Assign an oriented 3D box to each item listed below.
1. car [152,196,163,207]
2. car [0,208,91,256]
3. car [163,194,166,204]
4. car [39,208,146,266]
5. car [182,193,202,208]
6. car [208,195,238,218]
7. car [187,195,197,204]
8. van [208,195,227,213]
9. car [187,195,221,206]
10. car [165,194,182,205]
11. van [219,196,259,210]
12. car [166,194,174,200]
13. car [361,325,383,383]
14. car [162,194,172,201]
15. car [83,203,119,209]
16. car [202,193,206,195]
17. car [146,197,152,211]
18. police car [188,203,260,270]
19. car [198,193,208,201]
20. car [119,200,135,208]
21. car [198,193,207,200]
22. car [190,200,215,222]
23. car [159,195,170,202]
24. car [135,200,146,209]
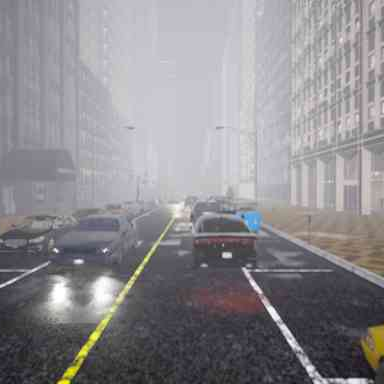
[{"bbox_3d":[-5.714,1.444,47.014,2.008,1.369,4.403,-1,0,0],"label":"car"},{"bbox_3d":[-5.703,1.521,12.912,2.008,1.369,4.403,-1,0,0],"label":"car"},{"bbox_3d":[-5.718,1.417,58.381,2.008,1.369,4.403,-1,0,0],"label":"car"},{"bbox_3d":[-3.107,1.520,11.784,2.033,1.411,5.357,0,0,0],"label":"car"},{"bbox_3d":[-0.007,1.245,47.260,2.097,1.767,4.553,0,0,0],"label":"car"},{"bbox_3d":[2.670,1.247,29.965,2.192,1.841,5.009,-1,0,0],"label":"car"},{"bbox_3d":[-0.021,1.365,61.135,1.837,1.490,4.892,0,0,0],"label":"car"},{"bbox_3d":[2.668,1.260,35.649,1.690,1.788,3.998,-1,0,0],"label":"van"},{"bbox_3d":[0.891,1.303,20.914,2.097,1.767,4.553,0,0,0],"label":"car"},{"bbox_3d":[-3.019,1.461,56.539,2.033,1.411,5.357,0,0,0],"label":"car"},{"bbox_3d":[2.674,1.299,18.598,1.690,1.788,3.998,-1,0,0],"label":"van"},{"bbox_3d":[-5.727,1.326,86.629,1.752,1.417,4.829,-1,0,0],"label":"car"},{"bbox_3d":[2.682,1.521,1.717,1.752,1.417,4.829,-1,0,0],"label":"car"},{"bbox_3d":[-5.724,1.267,75.431,1.967,1.590,4.097,-1,0,0],"label":"car"},{"bbox_3d":[-5.704,1.523,18.596,1.947,1.339,4.313,-1,0,0],"label":"car"},{"bbox_3d":[2.663,1.417,58.383,2.008,1.369,4.403,-1,0,0],"label":"car"},{"bbox_3d":[-5.710,1.501,35.647,1.802,1.307,4.206,-1,0,0],"label":"car"},{"bbox_3d":[0.895,1.400,11.053,1.930,1.638,5.238,0,0,0],"label":"police car"},{"bbox_3d":[2.653,1.128,81.118,2.192,1.841,5.009,-1,0,0],"label":"car"},{"bbox_3d":[-5.706,1.489,24.279,1.887,1.381,4.507,-1,0,0],"label":"car"},{"bbox_3d":[2.651,1.115,86.802,2.192,1.841,5.009,-1,0,0],"label":"car"},{"bbox_3d":[0.815,1.465,26.957,1.812,1.442,4.674,0,0,1],"label":"car"},{"bbox_3d":[-5.721,1.422,69.748,1.802,1.307,4.206,-1,0,0],"label":"car"},{"bbox_3d":[-5.709,1.482,29.963,2.008,1.369,4.403,-1,0,0],"label":"car"}]
